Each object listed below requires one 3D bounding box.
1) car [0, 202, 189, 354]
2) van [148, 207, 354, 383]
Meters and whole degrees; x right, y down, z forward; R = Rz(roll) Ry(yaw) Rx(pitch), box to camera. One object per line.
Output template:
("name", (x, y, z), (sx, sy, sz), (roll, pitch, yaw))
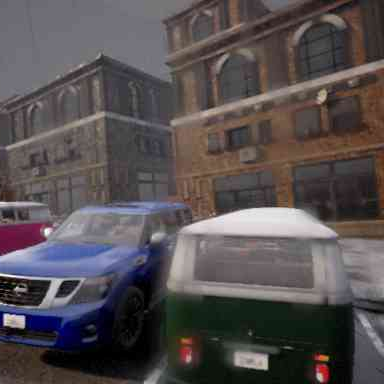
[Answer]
("car", (-1.397, 1.252, 6.692), (2.435, 2.045, 5.566), (0, -1, 16))
("van", (1.112, 1.269, 5.064), (1.878, 1.987, 4.442), (0, -1, 16))
